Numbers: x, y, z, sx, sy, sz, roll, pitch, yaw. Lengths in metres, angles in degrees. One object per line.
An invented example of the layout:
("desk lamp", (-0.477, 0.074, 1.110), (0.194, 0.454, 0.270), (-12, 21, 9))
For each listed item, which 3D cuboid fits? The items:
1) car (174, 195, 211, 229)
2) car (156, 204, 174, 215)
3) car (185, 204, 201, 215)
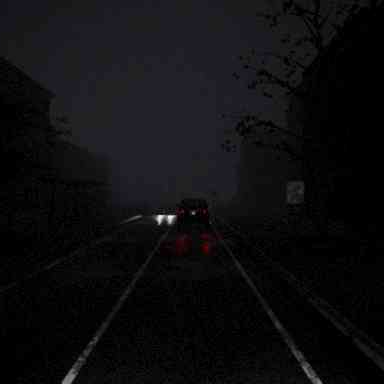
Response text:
("car", (0.087, 1.443, 23.678), (2.150, 2.045, 5.566), (0, 0, 0))
("car", (-3.111, 2.065, 39.791), (1.994, 1.385, 4.181), (0, -1, 0))
("car", (0.071, 2.149, 41.829), (1.895, 1.301, 4.718), (0, -1, 0))
